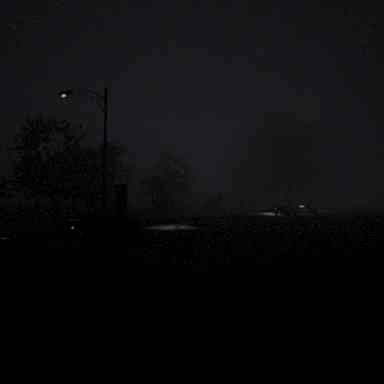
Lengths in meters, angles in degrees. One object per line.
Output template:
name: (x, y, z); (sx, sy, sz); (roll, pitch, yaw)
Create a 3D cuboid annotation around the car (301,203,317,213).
car: (18.740, 2.526, 53.699); (2.128, 1.511, 4.902); (1, 0, 36)

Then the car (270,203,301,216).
car: (12.768, 2.390, 45.290); (1.812, 1.442, 4.674); (1, 0, 36)

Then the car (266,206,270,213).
car: (13.105, 2.449, 50.564); (2.033, 1.411, 5.357); (1, 0, 36)

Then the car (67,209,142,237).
car: (-5.179, 1.816, 20.361); (2.128, 1.511, 4.902); (1, 0, 36)
